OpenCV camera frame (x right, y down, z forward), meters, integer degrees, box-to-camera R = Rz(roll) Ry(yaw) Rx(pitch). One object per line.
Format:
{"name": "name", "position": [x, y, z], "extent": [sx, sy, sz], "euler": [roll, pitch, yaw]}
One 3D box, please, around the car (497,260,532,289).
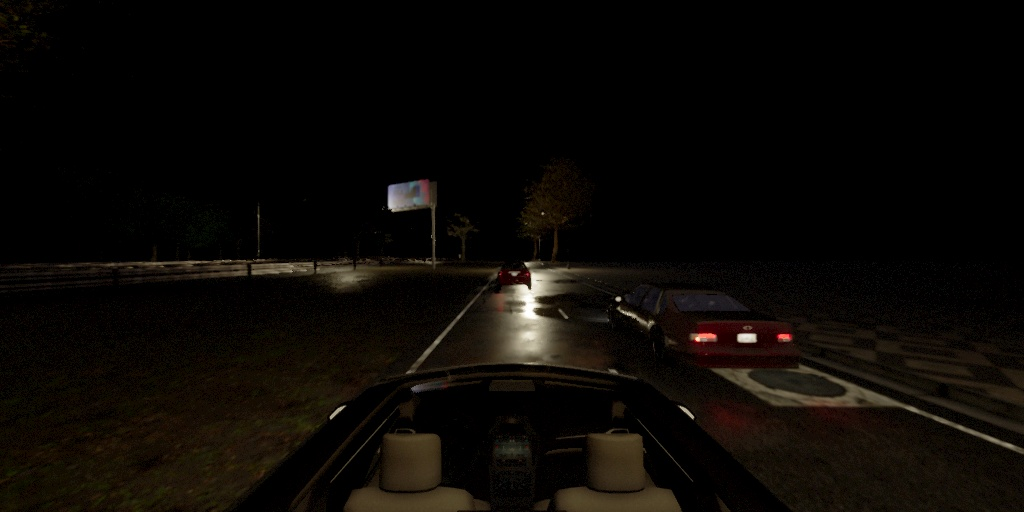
{"name": "car", "position": [0.145, 1.099, 23.152], "extent": [2.097, 1.767, 4.553], "euler": [0, 0, 0]}

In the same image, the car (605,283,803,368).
{"name": "car", "position": [3.608, 1.304, 8.016], "extent": [2.033, 1.411, 5.357], "euler": [0, 0, 0]}
